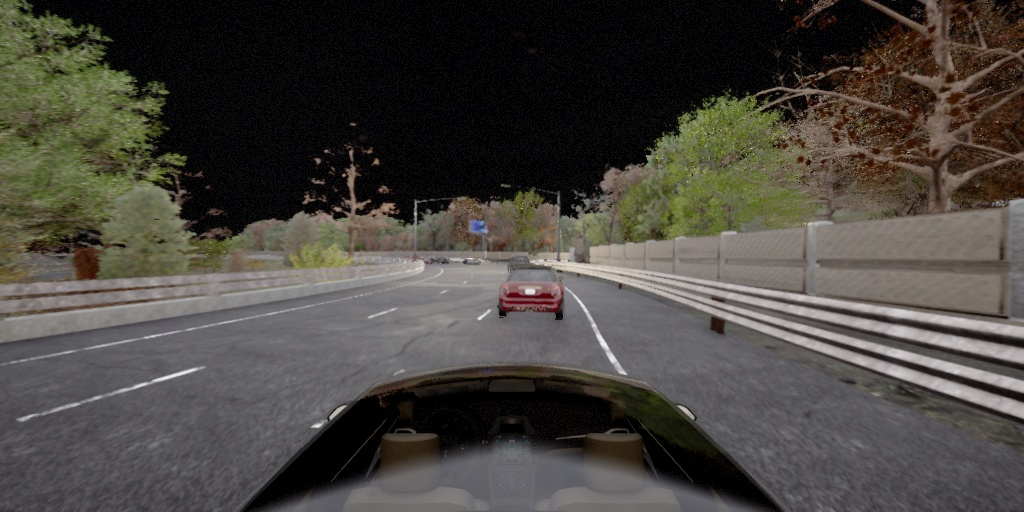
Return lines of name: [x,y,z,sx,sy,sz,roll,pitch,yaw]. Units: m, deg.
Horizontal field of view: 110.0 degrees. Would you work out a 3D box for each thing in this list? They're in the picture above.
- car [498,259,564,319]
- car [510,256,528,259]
car: [0.814,1.116,13.140,2.097,1.767,4.553,1,0,7]
car: [0.732,1.004,40.986,2.150,2.045,5.566,1,0,-7]
